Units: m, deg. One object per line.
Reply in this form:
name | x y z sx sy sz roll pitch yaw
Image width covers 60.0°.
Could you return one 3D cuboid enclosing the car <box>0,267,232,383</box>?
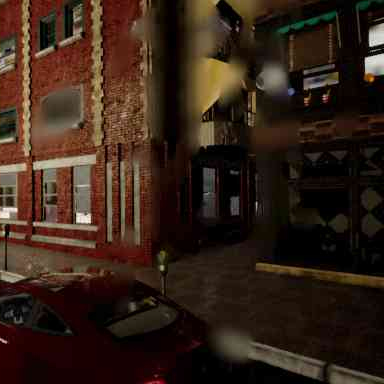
car | -1.551 1.583 3.959 4.206 1.307 1.802 0 -1 36
